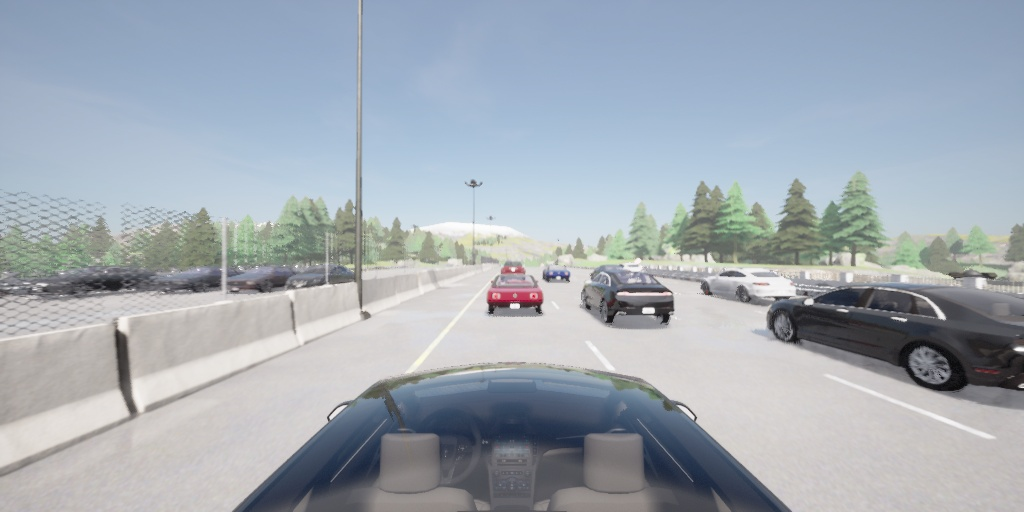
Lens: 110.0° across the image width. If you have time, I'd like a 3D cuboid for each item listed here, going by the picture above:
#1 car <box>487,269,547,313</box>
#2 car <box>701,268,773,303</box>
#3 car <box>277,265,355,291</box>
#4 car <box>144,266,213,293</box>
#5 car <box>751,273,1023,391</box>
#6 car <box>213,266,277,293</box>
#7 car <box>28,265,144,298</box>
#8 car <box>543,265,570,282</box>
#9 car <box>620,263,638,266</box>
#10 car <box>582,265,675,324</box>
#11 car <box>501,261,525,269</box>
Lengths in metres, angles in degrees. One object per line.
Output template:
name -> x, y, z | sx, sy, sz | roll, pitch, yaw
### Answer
car -> 0.099, 1.337, 13.866 | 1.895, 1.301, 4.718 | 0, 0, 0
car -> 10.584, 1.263, 16.386 | 1.812, 1.442, 4.674 | 0, 0, 0
car -> -10.600, 1.254, 20.192 | 1.837, 1.490, 4.892 | 0, 0, 0
car -> -17.602, 1.300, 20.940 | 2.033, 1.411, 5.357 | 0, 0, 0
car -> 7.099, 1.247, 6.717 | 1.837, 1.490, 4.892 | 0, 0, 0
car -> -14.101, 1.300, 20.942 | 2.033, 1.411, 5.357 | 0, 0, 0
car -> -21.100, 1.234, 18.387 | 2.128, 1.511, 4.902 | 0, 0, 0
car -> 3.599, 1.418, 29.948 | 1.895, 1.301, 4.718 | 0, -1, 0
car -> 7.098, 1.331, 26.258 | 2.033, 1.411, 5.357 | 0, -1, 0
car -> 3.600, 1.227, 11.879 | 2.128, 1.511, 4.902 | 0, 0, 0
car -> 0.097, 1.183, 31.383 | 2.097, 1.767, 4.553 | 0, -1, 0
